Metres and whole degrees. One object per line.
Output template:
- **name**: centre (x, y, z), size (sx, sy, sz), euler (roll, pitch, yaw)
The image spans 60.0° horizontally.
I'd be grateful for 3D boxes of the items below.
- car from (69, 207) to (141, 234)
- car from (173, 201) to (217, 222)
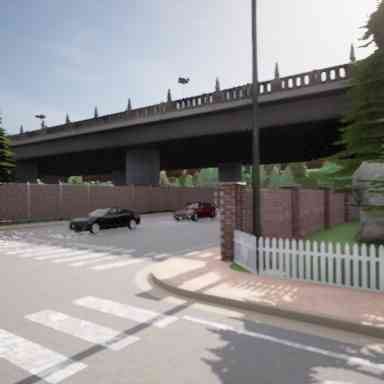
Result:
- **car**: centre (-5.533, 1.752, 21.562), size (1.882, 1.535, 5.008), euler (-1, 0, 35)
- **car**: centre (0.306, 1.623, 29.835), size (2.097, 1.767, 4.553), euler (-1, -1, 35)
